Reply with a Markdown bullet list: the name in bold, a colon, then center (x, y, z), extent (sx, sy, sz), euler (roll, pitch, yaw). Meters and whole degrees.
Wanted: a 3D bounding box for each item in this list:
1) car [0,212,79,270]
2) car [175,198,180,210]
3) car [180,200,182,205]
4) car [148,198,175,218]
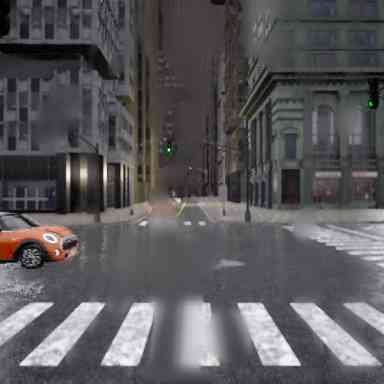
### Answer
- **car**: center (-6.145, 1.440, 10.825), extent (4.553, 1.767, 2.097), euler (-1, 0, 0)
- **car**: center (-3.144, 1.682, 47.355), extent (2.097, 1.767, 4.553), euler (0, -1, 0)
- **car**: center (-3.148, 1.969, 67.703), extent (1.812, 1.442, 4.674), euler (0, 0, 0)
- **car**: center (-3.088, 1.589, 32.772), extent (2.097, 1.767, 4.553), euler (0, 0, 0)
